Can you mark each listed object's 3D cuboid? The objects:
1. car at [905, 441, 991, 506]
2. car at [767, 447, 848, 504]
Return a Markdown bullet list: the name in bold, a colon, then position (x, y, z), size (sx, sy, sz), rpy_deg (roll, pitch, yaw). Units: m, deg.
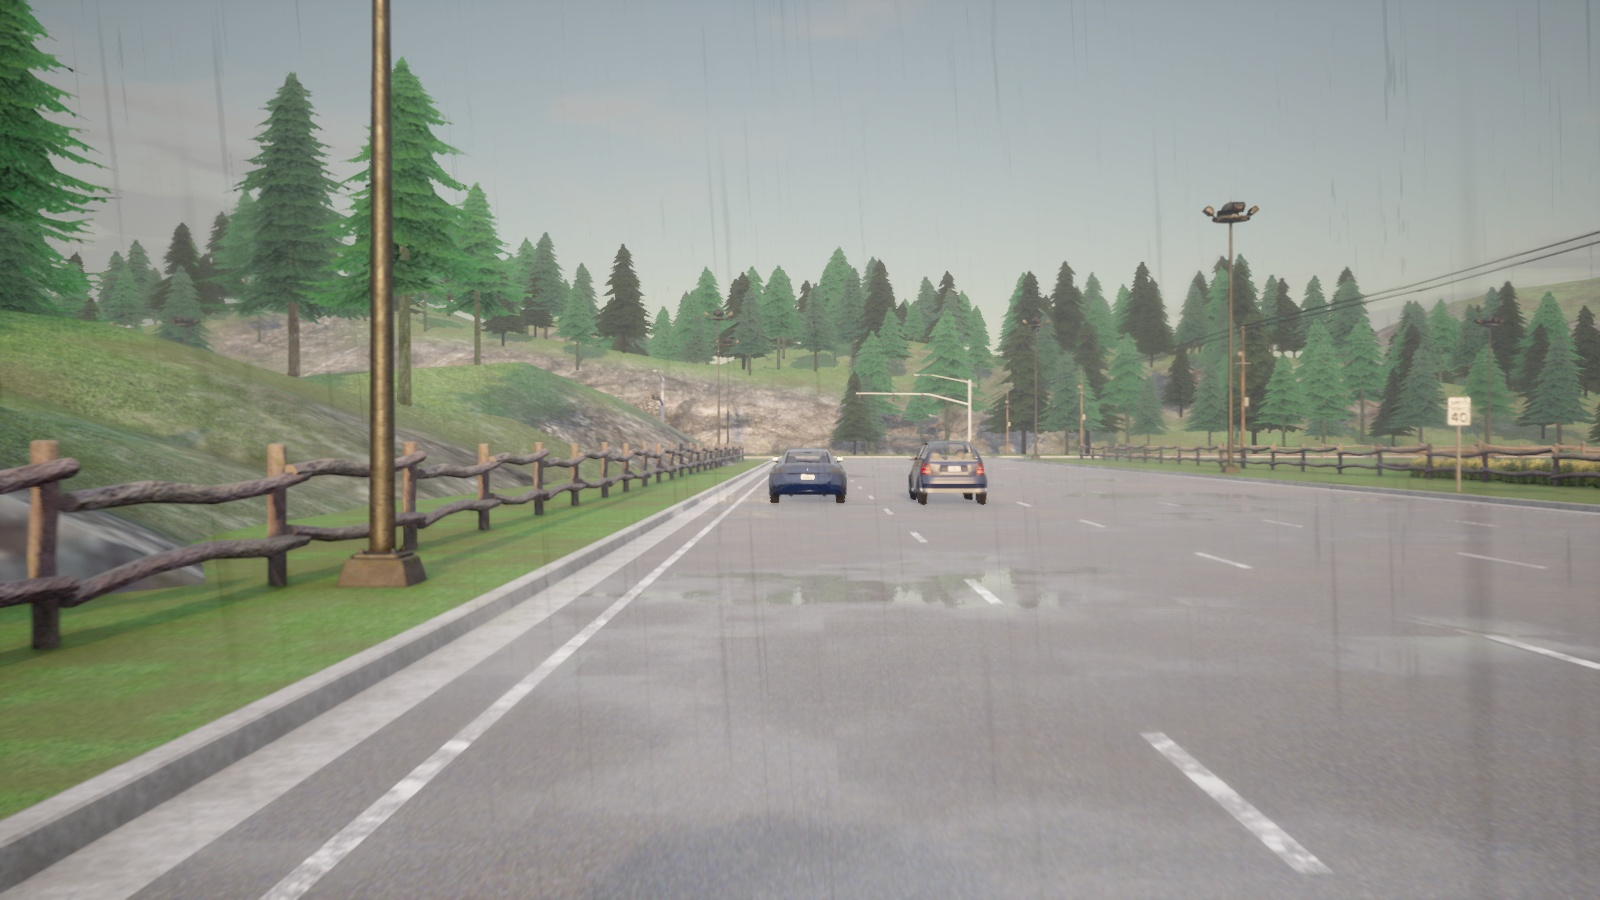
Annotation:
- **car**: position (3.696, 0.554, 31.915), size (1.789, 1.549, 3.705), rpy_deg (0, 0, 0)
- **car**: position (0.203, 0.632, 33.040), size (1.994, 1.385, 4.181), rpy_deg (0, 0, 0)
